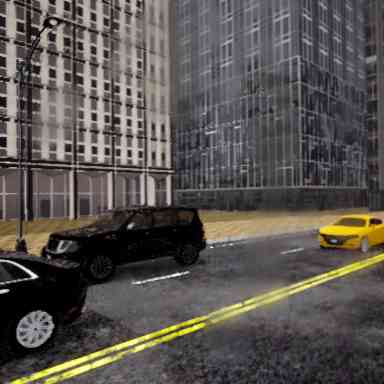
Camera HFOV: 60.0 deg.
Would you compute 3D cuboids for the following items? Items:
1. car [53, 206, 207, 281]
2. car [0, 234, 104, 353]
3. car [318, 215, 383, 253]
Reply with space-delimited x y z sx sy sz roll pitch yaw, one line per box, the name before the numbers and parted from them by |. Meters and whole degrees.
car | -1.923 1.491 11.028 5.566 2.045 2.150 1 -2 -43
car | -3.950 1.627 4.631 4.892 1.490 1.837 1 -2 -43
car | 7.784 1.840 15.726 5.008 1.535 1.882 2 -2 -43
